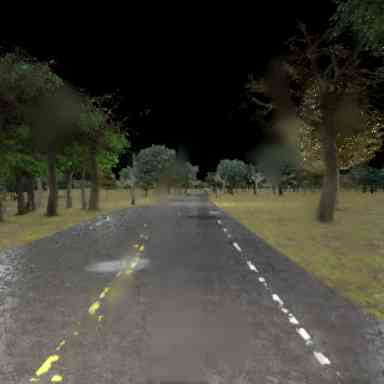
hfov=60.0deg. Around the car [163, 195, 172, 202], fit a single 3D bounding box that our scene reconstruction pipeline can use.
[{"bbox_3d":[-5.603,1.554,76.637,1.837,1.490,4.892,0,0,1],"label":"car"}]
